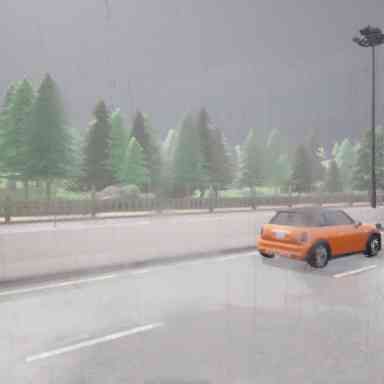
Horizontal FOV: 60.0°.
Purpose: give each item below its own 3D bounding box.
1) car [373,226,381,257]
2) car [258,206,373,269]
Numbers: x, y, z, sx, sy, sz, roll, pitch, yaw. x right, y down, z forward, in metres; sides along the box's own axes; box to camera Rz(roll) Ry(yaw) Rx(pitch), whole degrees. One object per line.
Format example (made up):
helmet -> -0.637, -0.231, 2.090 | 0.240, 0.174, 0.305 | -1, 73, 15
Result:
car -> 7.518, 1.171, 9.130 | 5.566, 2.045, 2.150 | 0, 0, -35
car -> 4.395, 1.310, 11.211 | 4.553, 1.767, 2.097 | -1, 0, -35
